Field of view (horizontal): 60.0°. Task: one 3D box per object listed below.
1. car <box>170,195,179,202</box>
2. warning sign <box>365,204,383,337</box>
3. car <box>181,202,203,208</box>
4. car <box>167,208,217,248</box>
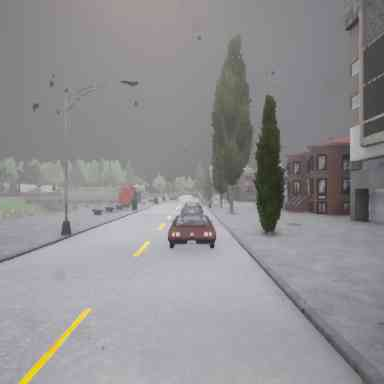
[{"bbox_3d":[-4.000,1.393,75.912,1.837,1.490,4.892,0,0,0],"label":"car"},{"bbox_3d":[3.350,1.114,4.650,1.300,1.860,1.060,0,0,0],"label":"warning sign"},{"bbox_3d":[0.000,1.573,29.650,1.994,1.385,4.181,0,0,0],"label":"car"},{"bbox_3d":[0.000,1.616,14.680,1.895,1.301,4.718,0,0,0],"label":"car"}]
